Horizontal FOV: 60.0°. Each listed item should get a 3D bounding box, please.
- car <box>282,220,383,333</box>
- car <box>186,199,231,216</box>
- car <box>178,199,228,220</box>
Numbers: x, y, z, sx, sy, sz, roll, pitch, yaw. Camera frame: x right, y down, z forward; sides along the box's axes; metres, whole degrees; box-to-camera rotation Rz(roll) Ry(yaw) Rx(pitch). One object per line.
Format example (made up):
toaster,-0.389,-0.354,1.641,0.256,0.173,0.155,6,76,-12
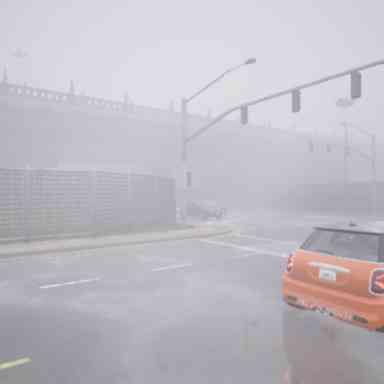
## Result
car,3.900,1.337,6.544,4.553,1.767,2.097,0,0,-35
car,1.551,1.487,33.276,1.882,1.535,5.008,0,0,-36
car,0.674,1.522,28.489,1.837,1.490,4.892,0,0,-36
